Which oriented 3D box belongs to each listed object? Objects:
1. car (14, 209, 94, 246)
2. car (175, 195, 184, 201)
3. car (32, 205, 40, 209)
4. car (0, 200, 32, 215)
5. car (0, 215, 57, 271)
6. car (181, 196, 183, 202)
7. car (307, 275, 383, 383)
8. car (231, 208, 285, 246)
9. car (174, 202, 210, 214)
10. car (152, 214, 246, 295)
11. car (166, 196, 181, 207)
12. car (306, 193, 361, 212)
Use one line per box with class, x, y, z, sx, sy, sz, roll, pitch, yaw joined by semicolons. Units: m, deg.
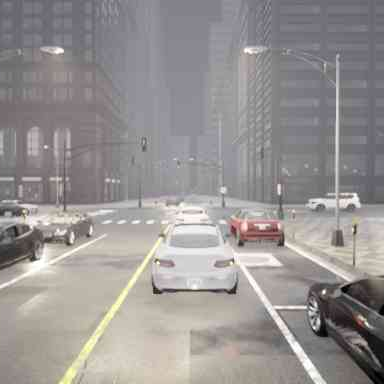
car;-5.750;1.539;15.026;2.008;1.369;4.403;0;0;0
car;-3.004;1.541;80.228;1.994;1.385;4.181;0;0;0
car;-17.613;1.552;33.124;4.674;1.442;1.812;0;0;3
car;-17.608;1.522;29.870;5.008;1.535;1.882;0;0;-1
car;-5.755;1.558;9.390;1.947;1.339;4.313;0;0;0
car;-3.011;1.481;60.488;1.837;1.490;4.892;0;0;0
car;2.765;1.562;3.748;1.947;1.339;4.313;0;0;0
car;2.775;1.428;15.020;1.967;1.590;4.097;0;0;0
car;0.027;1.511;18.546;1.812;1.442;4.674;0;0;0
car;0.073;1.518;8.559;1.812;1.442;4.674;0;0;1
car;-2.994;1.501;51.314;1.812;1.442;4.674;0;0;0
car;15.528;1.146;36.618;5.566;2.045;2.150;0;0;0
